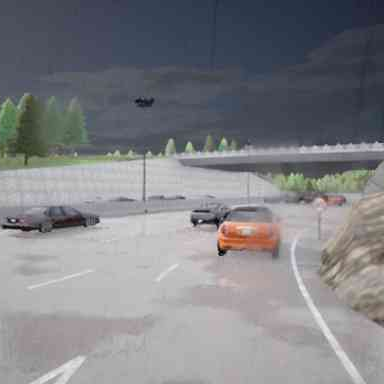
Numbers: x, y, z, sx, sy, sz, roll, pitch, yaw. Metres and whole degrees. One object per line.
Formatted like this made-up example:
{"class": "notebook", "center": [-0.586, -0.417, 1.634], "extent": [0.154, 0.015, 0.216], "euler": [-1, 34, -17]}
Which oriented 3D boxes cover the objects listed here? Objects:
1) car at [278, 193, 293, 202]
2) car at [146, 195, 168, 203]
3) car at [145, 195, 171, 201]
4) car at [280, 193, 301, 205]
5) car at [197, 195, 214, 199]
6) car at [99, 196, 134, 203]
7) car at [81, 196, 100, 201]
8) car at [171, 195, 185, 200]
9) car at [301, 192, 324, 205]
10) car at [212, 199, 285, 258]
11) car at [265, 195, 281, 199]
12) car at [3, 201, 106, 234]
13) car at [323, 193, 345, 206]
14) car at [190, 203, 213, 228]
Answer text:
{"class": "car", "center": [19.522, 1.154, 69.564], "extent": [2.097, 1.767, 4.553], "euler": [0, 0, 28]}
{"class": "car", "center": [-6.810, 1.331, 64.942], "extent": [1.837, 1.490, 4.892], "euler": [0, 0, 29]}
{"class": "car", "center": [-5.240, 1.441, 45.802], "extent": [1.994, 1.385, 4.181], "euler": [0, 0, 28]}
{"class": "car", "center": [17.695, 1.435, 58.755], "extent": [2.128, 1.511, 4.902], "euler": [0, 0, 28]}
{"class": "car", "center": [2.423, 1.355, 59.990], "extent": [1.882, 1.535, 5.008], "euler": [0, 0, 29]}
{"class": "car", "center": [-10.904, 1.391, 50.039], "extent": [2.033, 1.411, 5.357], "euler": [0, 0, 28]}
{"class": "car", "center": [-14.731, 1.353, 50.298], "extent": [1.812, 1.442, 4.674], "euler": [0, 0, 28]}
{"class": "car", "center": [-3.195, 1.322, 64.285], "extent": [1.882, 1.535, 5.008], "euler": [0, 0, 29]}
{"class": "car", "center": [20.794, 1.181, 57.126], "extent": [2.150, 2.045, 5.566], "euler": [0, 0, 28]}
{"class": "car", "center": [2.400, 1.333, 12.980], "extent": [2.097, 1.767, 4.553], "euler": [0, 0, 16]}
{"class": "car", "center": [14.611, 1.405, 60.409], "extent": [1.882, 1.535, 5.008], "euler": [0, 0, 28]}
{"class": "car", "center": [-7.643, 1.474, 18.707], "extent": [2.033, 1.411, 5.357], "euler": [0, 0, 28]}
{"class": "car", "center": [22.940, 1.329, 53.511], "extent": [2.097, 1.767, 4.553], "euler": [0, 0, 28]}
{"class": "car", "center": [1.625, 1.452, 21.176], "extent": [2.128, 1.511, 4.902], "euler": [0, 0, 28]}
